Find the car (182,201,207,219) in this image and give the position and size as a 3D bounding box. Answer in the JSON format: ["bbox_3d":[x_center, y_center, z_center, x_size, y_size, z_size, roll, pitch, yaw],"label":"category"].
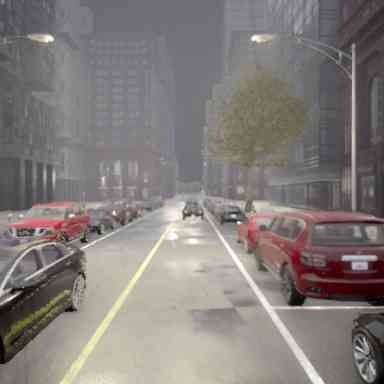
[{"bbox_3d":[0.102,1.743,30.376,1.895,1.301,4.718,0,0,0],"label":"car"}]

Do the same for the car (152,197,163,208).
[{"bbox_3d":[-5.660,1.802,47.532,1.947,1.339,4.313,0,0,0],"label":"car"}]

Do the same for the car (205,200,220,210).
[{"bbox_3d":[2.866,1.818,47.527,1.802,1.307,4.206,0,0,0],"label":"car"}]

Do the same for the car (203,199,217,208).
[{"bbox_3d":[2.866,1.836,53.166,1.947,1.339,4.313,0,0,0],"label":"car"}]

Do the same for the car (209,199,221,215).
[{"bbox_3d":[2.862,1.670,30.780,1.752,1.417,4.829,0,0,0],"label":"car"}]

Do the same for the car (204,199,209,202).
[{"bbox_3d":[2.864,1.644,41.889,1.967,1.590,4.097,0,0,0],"label":"car"}]

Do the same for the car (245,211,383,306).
[{"bbox_3d":[2.858,1.353,8.052,2.192,1.841,5.009,0,0,0],"label":"car"}]

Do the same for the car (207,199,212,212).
[{"bbox_3d":[2.864,1.755,36.248,1.802,1.307,4.206,0,0,0],"label":"car"}]

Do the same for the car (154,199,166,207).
[{"bbox_3d":[-5.658,1.888,58.810,1.802,1.307,4.206,0,0,0],"label":"car"}]

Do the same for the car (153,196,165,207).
[{"bbox_3d":[-5.659,1.585,53.172,2.192,1.841,5.009,0,0,0],"label":"car"}]

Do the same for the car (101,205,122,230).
[{"bbox_3d":[-5.664,1.656,19.340,1.947,1.339,4.313,0,0,0],"label":"car"}]

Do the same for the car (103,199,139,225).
[{"bbox_3d":[-5.664,1.431,24.979,2.192,1.841,5.009,0,0,0],"label":"car"}]

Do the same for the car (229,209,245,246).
[{"bbox_3d":[2.860,1.608,13.691,1.887,1.381,4.507,0,0,0],"label":"car"}]

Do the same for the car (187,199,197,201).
[{"bbox_3d":[0.027,1.731,45.447,1.837,1.490,4.892,0,0,0],"label":"car"}]

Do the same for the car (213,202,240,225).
[{"bbox_3d":[2.862,1.682,24.969,1.947,1.339,4.313,0,0,0],"label":"car"}]

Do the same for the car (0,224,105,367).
[{"bbox_3d":[-3.064,1.516,4.956,2.128,1.511,4.902,0,0,0],"label":"car"}]

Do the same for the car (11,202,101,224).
[{"bbox_3d":[-5.666,1.379,13.702,2.192,1.841,5.009,0,0,0],"label":"car"}]

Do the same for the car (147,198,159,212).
[{"bbox_3d":[-5.661,1.769,41.894,1.947,1.339,4.313,0,0,0],"label":"car"}]

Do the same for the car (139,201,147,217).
[{"bbox_3d":[-5.662,1.689,30.617,1.887,1.381,4.507,0,0,0],"label":"car"}]

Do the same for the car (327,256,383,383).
[{"bbox_3d":[2.857,1.578,2.411,1.947,1.339,4.313,0,0,0],"label":"car"}]

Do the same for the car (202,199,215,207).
[{"bbox_3d":[2.867,1.872,58.806,1.947,1.339,4.313,0,0,0],"label":"car"}]
